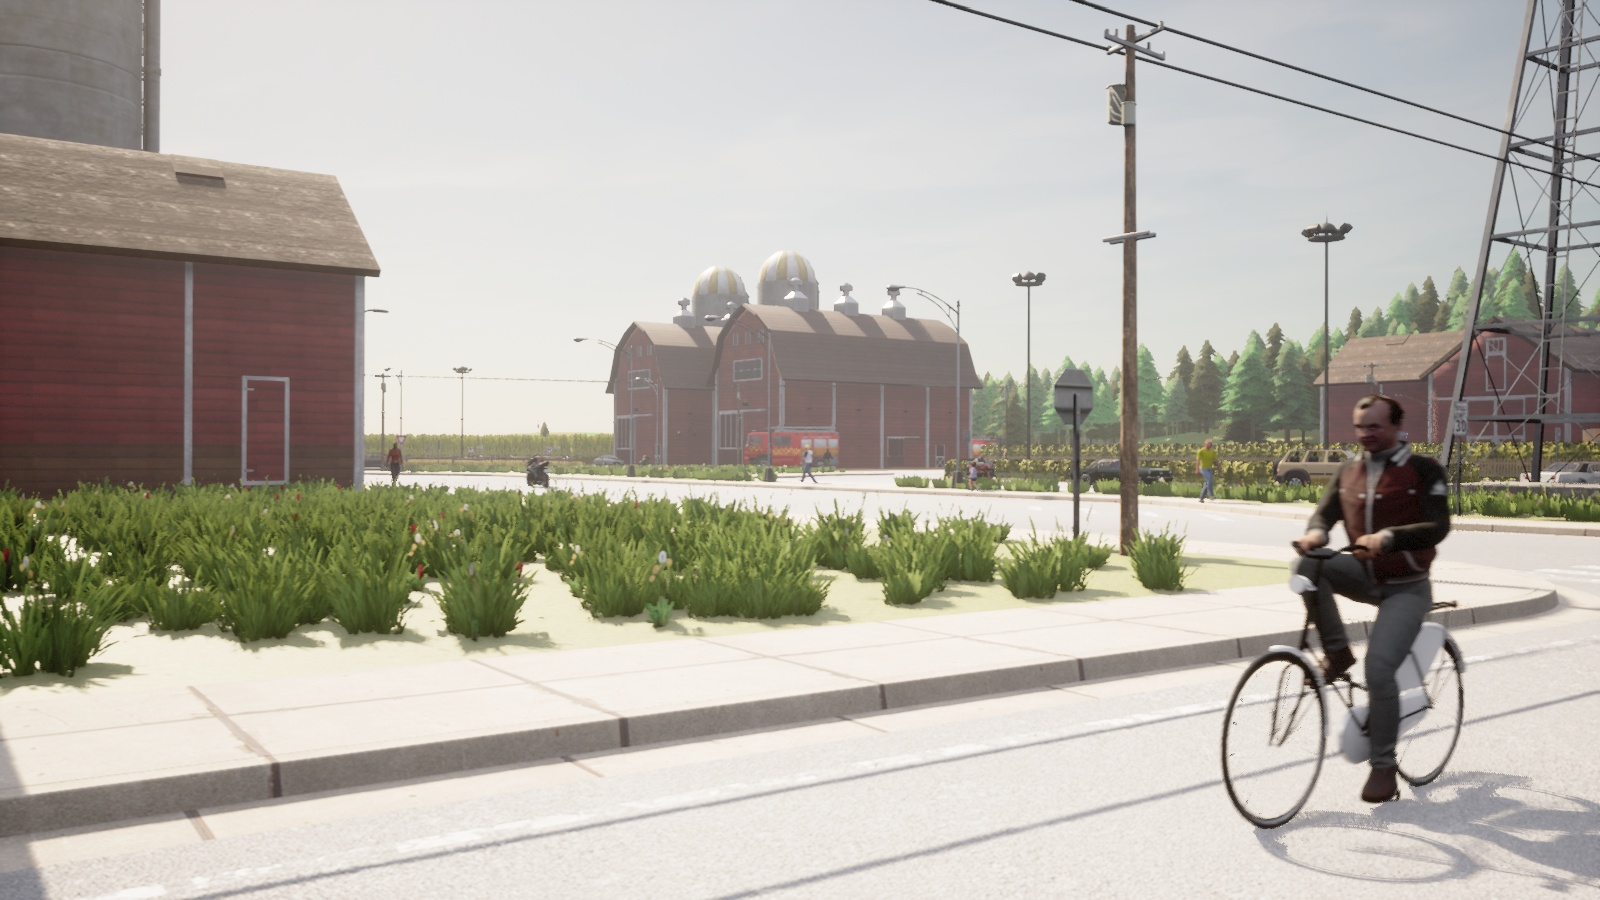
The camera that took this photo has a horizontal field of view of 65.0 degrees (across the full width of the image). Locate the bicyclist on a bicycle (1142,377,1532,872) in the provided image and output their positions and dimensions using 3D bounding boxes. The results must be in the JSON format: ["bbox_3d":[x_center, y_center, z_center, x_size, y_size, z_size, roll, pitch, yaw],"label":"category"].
[{"bbox_3d":[2.315,0.632,5.316,1.843,1.776,0.659,0,0,-36],"label":"bicyclist on a bicycle"}]

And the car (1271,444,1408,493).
[{"bbox_3d":[21.214,0.716,49.457,4.605,1.855,1.932,0,0,38],"label":"car"}]

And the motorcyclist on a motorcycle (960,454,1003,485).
[{"bbox_3d":[9.293,0.995,64.426,0.866,1.530,2.191,0,-1,-36],"label":"motorcyclist on a motorcycle"}]

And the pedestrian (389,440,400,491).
[{"bbox_3d":[-14.867,0.568,46.037,0.331,1.846,0.636,0,0,-24],"label":"pedestrian"}]

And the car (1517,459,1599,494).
[{"bbox_3d":[30.387,0.990,48.532,4.718,1.301,1.895,0,0,-17],"label":"car"}]

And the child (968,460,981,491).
[{"bbox_3d":[6.312,0.932,45.532,0.255,1.110,0.394,0,0,-38],"label":"child"}]

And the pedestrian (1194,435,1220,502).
[{"bbox_3d":[11.401,0.513,35.164,0.354,1.836,0.706,0,0,-15],"label":"pedestrian"}]

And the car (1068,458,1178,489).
[{"bbox_3d":[14.589,1.031,57.000,1.895,1.301,4.718,0,0,-35],"label":"car"}]

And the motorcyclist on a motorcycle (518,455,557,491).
[{"bbox_3d":[-11.493,0.976,54.875,0.866,1.530,2.191,0,0,-36],"label":"motorcyclist on a motorcycle"}]

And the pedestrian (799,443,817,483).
[{"bbox_3d":[0.357,0.595,57.031,0.706,1.836,0.354,0,0,33],"label":"pedestrian"}]
